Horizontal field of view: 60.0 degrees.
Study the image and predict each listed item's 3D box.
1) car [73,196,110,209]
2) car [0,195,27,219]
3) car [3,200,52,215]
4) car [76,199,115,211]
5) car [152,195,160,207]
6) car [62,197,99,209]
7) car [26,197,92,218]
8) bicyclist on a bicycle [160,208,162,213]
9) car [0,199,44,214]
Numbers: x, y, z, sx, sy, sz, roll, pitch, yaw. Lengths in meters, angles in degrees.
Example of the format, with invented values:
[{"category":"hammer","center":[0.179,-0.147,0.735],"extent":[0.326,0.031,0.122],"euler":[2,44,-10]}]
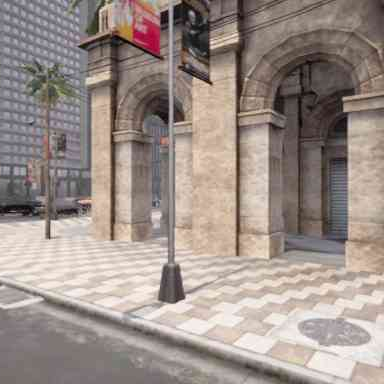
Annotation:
[{"category":"car","center":[-13.913,1.412,46.305],"extent":[2.097,1.767,4.553],"euler":[0,0,35]},{"category":"car","center":[-16.437,1.270,30.415],"extent":[2.150,2.045,5.566],"euler":[0,0,36]},{"category":"car","center":[-17.418,1.619,35.402],"extent":[1.994,1.385,4.181],"euler":[0,0,36]},{"category":"car","center":[-12.284,1.656,42.576],"extent":[1.895,1.301,4.718],"euler":[0,0,35]},{"category":"car","center":[-6.844,1.559,50.155],"extent":[1.837,1.490,4.892],"euler":[0,0,36]},{"category":"car","center":[-16.190,1.578,48.439],"extent":[2.161,1.482,4.786],"euler":[0,0,35]},{"category":"car","center":[-12.031,1.534,30.559],"extent":[2.128,1.511,4.902],"euler":[0,0,36]},{"category":"bicyclist on a bicycle","center":[-2.371,1.332,31.541],"extent":[1.656,1.620,0.582],"euler":[0,0,36]},{"category":"car","center":[-19.847,1.552,38.022],"extent":[2.128,1.511,4.902],"euler":[0,0,36]}]
